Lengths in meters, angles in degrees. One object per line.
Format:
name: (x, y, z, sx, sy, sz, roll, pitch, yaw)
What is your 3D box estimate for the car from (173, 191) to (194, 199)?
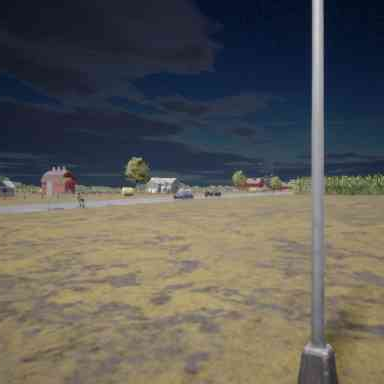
car: (-1.399, 0.531, 58.352, 1.994, 1.385, 4.181, 1, 2, 36)

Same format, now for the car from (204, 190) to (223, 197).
car: (4.339, 0.280, 66.511, 1.837, 1.490, 4.892, 1, 2, 35)

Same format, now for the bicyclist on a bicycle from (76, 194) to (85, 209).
bicyclist on a bicycle: (-12.203, 1.026, 36.310, 1.656, 1.620, 0.582, 0, 1, 35)
